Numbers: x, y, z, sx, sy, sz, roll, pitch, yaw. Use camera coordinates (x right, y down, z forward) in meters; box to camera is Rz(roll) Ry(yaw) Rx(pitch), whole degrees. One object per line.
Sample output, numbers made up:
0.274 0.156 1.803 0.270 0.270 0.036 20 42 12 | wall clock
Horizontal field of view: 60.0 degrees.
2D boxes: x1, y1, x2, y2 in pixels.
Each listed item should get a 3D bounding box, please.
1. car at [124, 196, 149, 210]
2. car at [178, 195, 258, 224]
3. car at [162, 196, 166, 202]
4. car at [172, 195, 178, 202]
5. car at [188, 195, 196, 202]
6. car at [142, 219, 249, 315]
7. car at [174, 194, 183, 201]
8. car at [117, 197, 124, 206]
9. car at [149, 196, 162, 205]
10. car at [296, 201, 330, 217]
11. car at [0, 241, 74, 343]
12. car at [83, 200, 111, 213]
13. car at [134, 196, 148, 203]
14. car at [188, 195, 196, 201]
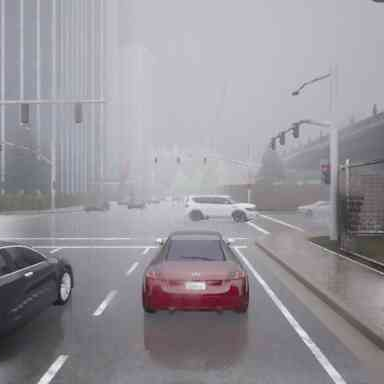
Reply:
-7.073 1.504 42.593 1.837 1.490 4.892 0 0 -1 | car
2.125 1.244 25.269 5.566 2.045 2.150 0 1 22 | car
-6.992 1.563 75.895 1.895 1.301 4.718 0 0 0 | car
-3.492 1.495 74.245 1.837 1.490 4.892 0 0 0 | car
0.016 1.478 74.791 1.882 1.535 5.008 0 0 0 | car
0.073 1.564 7.654 1.994 1.385 4.181 0 0 0 | car
-3.491 1.386 84.669 2.128 1.511 4.902 0 0 0 | car
-10.585 1.506 53.233 1.837 1.490 4.892 0 0 0 | car
-7.064 1.525 60.561 1.812 1.442 4.674 0 0 0 | car
12.370 1.581 31.754 4.674 1.442 1.812 0 0 -3 | car
-3.441 1.505 5.198 1.837 1.490 4.892 0 0 0 | car
-10.597 1.561 37.657 2.033 1.411 5.357 0 1 0 | car
-10.493 1.540 68.612 2.033 1.411 5.357 0 0 0 | car
0.009 1.478 85.198 1.882 1.535 5.008 0 0 0 | car
